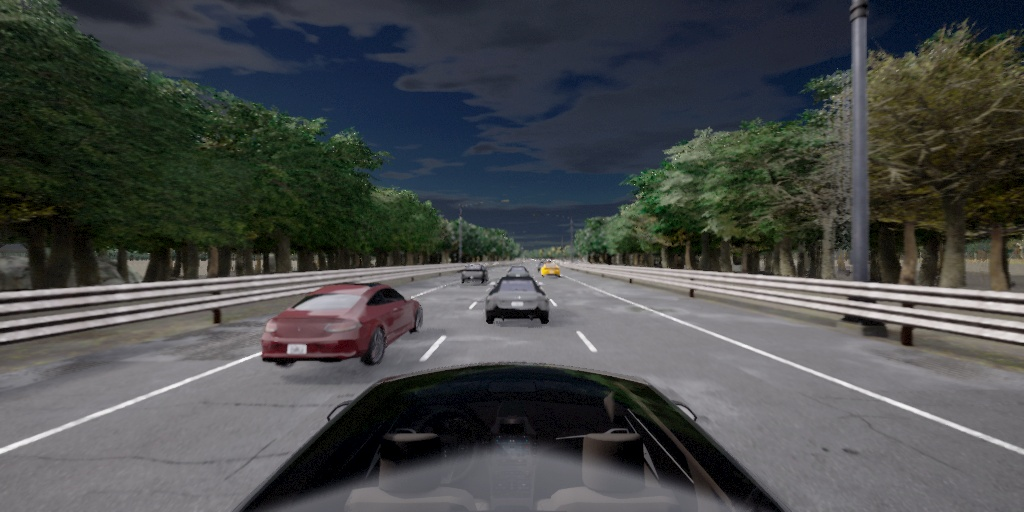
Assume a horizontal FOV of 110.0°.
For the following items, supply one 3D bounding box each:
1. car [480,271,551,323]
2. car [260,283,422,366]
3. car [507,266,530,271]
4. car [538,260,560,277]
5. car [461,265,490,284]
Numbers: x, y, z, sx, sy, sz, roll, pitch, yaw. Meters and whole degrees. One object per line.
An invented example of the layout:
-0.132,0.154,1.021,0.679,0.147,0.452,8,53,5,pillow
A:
0.177,1.384,12.488,1.994,1.385,4.181,0,0,1,car
-3.367,1.311,7.943,1.812,1.442,4.674,0,0,0,car
0.543,1.535,30.381,1.994,1.385,4.181,0,0,2,car
4.279,1.555,40.219,1.882,1.535,5.008,0,-1,2,car
-2.980,1.453,29.722,2.128,1.511,4.902,0,0,2,car
